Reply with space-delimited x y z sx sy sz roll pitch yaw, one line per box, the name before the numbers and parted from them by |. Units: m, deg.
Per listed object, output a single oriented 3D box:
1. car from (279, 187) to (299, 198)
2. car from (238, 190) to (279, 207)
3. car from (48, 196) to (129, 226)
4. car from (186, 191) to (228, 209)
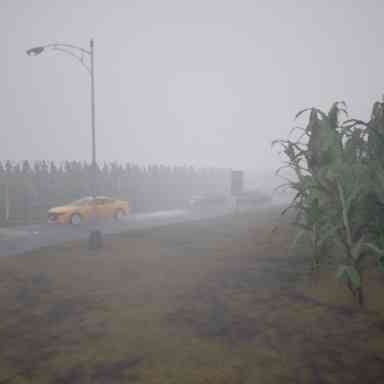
car | 13.604 -0.038 46.353 1.812 1.442 4.674 1 2 37
car | 5.974 0.533 31.319 2.128 1.511 4.902 1 2 36
car | -6.041 1.026 19.876 1.882 1.535 5.008 1 2 38
car | 1.385 0.640 29.891 2.128 1.511 4.902 1 2 36
